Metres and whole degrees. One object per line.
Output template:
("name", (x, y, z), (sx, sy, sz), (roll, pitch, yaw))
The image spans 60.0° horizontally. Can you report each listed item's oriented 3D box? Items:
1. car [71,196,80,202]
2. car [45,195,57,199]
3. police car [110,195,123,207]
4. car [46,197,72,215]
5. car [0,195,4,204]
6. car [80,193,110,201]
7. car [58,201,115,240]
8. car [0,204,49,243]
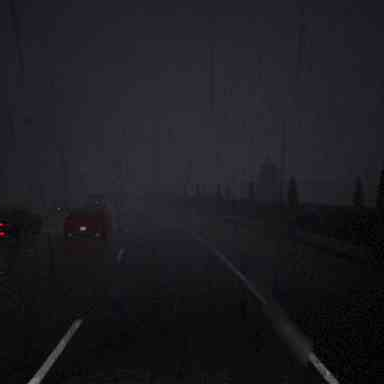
("car", (-22.610, 1.490, 64.404), (1.994, 1.385, 4.181), (-1, 0, -39))
("car", (-31.986, 1.435, 75.992), (1.895, 1.301, 4.718), (-1, 0, -39))
("police car", (-11.862, 1.345, 50.129), (1.930, 1.638, 5.238), (-1, 0, -29))
("car", (-13.344, 1.545, 33.441), (1.994, 1.385, 4.181), (0, 0, -20))
("car", (-29.854, 1.278, 50.214), (2.150, 2.045, 5.566), (-1, 0, -33))
("car", (-10.700, 1.178, 36.448), (2.150, 2.045, 5.566), (0, 0, -22))
("car", (-5.215, 1.455, 17.065), (1.882, 1.535, 5.008), (0, 0, -10))
("car", (-8.516, 1.498, 15.745), (1.837, 1.490, 4.892), (0, 0, -10))
